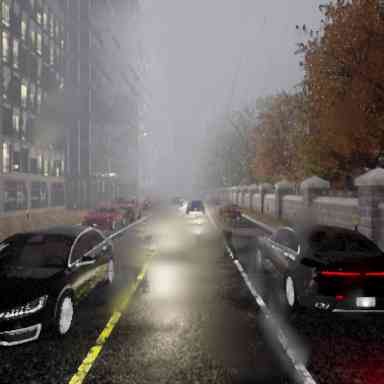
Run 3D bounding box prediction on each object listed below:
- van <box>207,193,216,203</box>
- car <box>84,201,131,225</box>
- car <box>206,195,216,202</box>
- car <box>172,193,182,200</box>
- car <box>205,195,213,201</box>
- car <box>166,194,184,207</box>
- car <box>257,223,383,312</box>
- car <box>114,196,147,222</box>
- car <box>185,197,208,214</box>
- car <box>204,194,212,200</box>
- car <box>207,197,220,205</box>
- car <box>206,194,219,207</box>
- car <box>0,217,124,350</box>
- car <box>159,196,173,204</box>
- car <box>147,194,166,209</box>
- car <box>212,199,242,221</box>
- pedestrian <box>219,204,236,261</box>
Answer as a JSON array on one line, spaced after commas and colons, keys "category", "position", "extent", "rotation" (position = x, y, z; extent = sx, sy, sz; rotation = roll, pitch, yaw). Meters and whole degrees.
[{"category": "van", "position": [3.789, 1.199, 65.781], "extent": [1.690, 1.788, 3.998], "rotation": [0, 0, 2]}, {"category": "car", "position": [-5.209, 1.501, 20.131], "extent": [1.887, 1.381, 4.507], "rotation": [0, 0, 1]}, {"category": "car", "position": [3.947, 1.397, 71.397], "extent": [2.008, 1.369, 4.403], "rotation": [0, 0, 1]}, {"category": "car", "position": [-3.867, 1.124, 87.659], "extent": [2.192, 1.841, 5.009], "rotation": [0, 0, 1]}, {"category": "car", "position": [4.209, 1.403, 82.630], "extent": [1.802, 1.307, 4.206], "rotation": [0, 0, 1]}, {"category": "car", "position": [-2.241, 1.402, 48.260], "extent": [1.837, 1.490, 4.892], "rotation": [0, 0, 1]}, {"category": "car", "position": [2.766, 1.488, 7.697], "extent": [1.837, 1.490, 4.892], "rotation": [0, 0, 0]}, {"category": "car", "position": [-5.145, 1.259, 25.756], "extent": [2.192, 1.841, 5.009], "rotation": [0, 0, 1]}, {"category": "car", "position": [0.388, 1.452, 33.767], "extent": [1.812, 1.442, 4.674], "rotation": [0, 0, 1]}, {"category": "car", "position": [4.315, 1.358, 88.249], "extent": [2.008, 1.369, 4.403], "rotation": [0, 0, 1]}, {"category": "car", "position": [3.463, 1.448, 54.537], "extent": [1.947, 1.339, 4.313], "rotation": [0, 0, 2]}, {"category": "car", "position": [3.317, 1.439, 48.898], "extent": [1.887, 1.381, 4.507], "rotation": [0, 0, 1]}, {"category": "car", "position": [-2.830, 1.490, 6.586], "extent": [1.837, 1.490, 4.892], "rotation": [0, 0, 0]}, {"category": "car", "position": [-4.569, 1.422, 59.493], "extent": [2.008, 1.369, 4.403], "rotation": [0, 0, 2]}, {"category": "car", "position": [-5.001, 1.222, 42.632], "extent": [2.192, 1.841, 5.009], "rotation": [0, 0, 1]}, {"category": "car", "position": [2.888, 1.487, 26.339], "extent": [1.887, 1.381, 4.507], "rotation": [0, 0, 1]}, {"category": "pedestrian", "position": [1.109, 1.270, 10.643], "extent": [0.375, 1.860, 0.375], "rotation": [0, 0, 0]}]
